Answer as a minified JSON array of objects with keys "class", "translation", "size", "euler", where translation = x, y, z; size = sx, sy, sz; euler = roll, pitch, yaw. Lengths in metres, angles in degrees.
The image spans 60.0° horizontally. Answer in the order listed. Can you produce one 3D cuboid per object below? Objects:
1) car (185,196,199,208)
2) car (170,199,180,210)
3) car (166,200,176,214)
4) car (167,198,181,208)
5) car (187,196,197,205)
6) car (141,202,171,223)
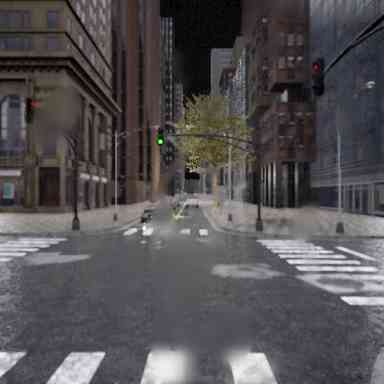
[{"class":"car","translation":[0.042,1.645,58.154],"size":[2.150,2.045,5.566],"euler":[0,0,0]},{"class":"car","translation":[-3.143,1.984,47.367],"size":[1.895,1.301,4.718],"euler":[0,0,0]},{"class":"car","translation":[-3.136,1.932,37.030],"size":[1.895,1.301,4.718],"euler":[0,0,0]},{"class":"car","translation":[-3.106,1.913,57.765],"size":[2.128,1.511,4.902],"euler":[0,0,1]},{"class":"car","translation":[-0.042,1.795,68.807],"size":[2.097,1.767,4.553],"euler":[0,0,0]},{"class":"car","translation":[-3.127,1.842,28.238],"size":[1.994,1.385,4.181],"euler":[0,0,0]}]
